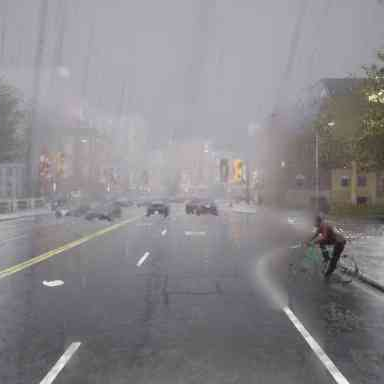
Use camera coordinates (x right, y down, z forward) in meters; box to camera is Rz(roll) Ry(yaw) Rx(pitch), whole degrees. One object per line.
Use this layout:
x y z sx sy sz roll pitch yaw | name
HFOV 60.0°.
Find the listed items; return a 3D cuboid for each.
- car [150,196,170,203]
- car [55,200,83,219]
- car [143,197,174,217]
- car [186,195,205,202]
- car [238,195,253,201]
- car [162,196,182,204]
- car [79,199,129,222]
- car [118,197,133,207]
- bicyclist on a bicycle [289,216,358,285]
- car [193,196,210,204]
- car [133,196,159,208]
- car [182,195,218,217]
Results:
-6.939 1.590 72.451 1.895 1.301 4.718 0 0 30 | car
-10.283 1.489 29.193 2.128 1.511 4.902 0 0 1 | car
-3.064 1.502 31.307 1.837 1.490 4.892 0 0 1 | car
0.778 1.416 78.879 1.882 1.535 5.008 0 0 37 | car
13.551 1.472 81.976 5.008 1.535 1.882 0 0 -34 | car
-3.162 1.543 64.395 2.033 1.411 5.357 0 0 21 | car
-6.819 1.545 26.434 2.033 1.411 5.357 0 0 1 | car
-9.840 1.474 48.105 1.882 1.535 5.008 0 0 4 | car
3.159 1.409 8.005 1.656 1.620 0.582 -1 0 1 | bicyclist on a bicycle
1.950 1.559 66.778 1.994 1.385 4.181 0 0 25 | car
-6.484 1.544 47.044 2.033 1.411 5.357 0 0 2 | car
0.862 1.350 31.934 2.097 1.767 4.553 0 0 -17 | car
